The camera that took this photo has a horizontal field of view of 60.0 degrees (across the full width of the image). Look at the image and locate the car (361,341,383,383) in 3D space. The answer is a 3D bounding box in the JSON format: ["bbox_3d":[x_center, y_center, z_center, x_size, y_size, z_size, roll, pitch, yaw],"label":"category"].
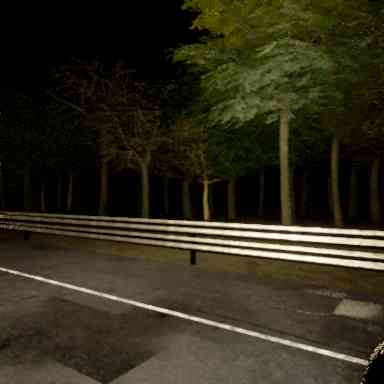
[{"bbox_3d":[3.465,1.487,1.526,4.892,1.490,1.837,0,0,35],"label":"car"}]
